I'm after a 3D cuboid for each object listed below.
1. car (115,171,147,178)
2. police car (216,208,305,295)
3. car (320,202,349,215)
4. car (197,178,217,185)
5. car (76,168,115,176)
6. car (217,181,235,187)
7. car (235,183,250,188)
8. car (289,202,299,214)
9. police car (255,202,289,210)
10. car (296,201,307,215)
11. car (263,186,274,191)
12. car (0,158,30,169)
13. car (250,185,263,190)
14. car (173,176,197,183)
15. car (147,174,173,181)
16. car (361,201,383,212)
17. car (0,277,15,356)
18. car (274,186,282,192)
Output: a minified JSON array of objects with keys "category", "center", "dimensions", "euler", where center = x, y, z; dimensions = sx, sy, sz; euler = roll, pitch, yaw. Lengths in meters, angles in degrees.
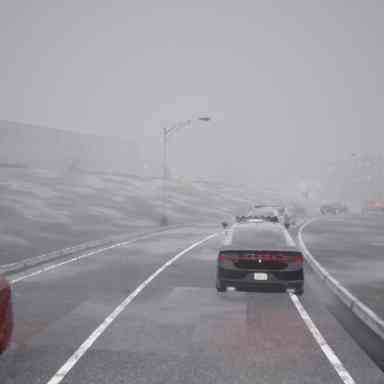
[{"category":"car","center":[-10.198,-2.495,52.154],"dimensions":[4.892,1.521,2.231],"euler":[3,-5,-41]},{"category":"police car","center":[1.749,1.458,9.037],"dimensions":[1.930,1.638,5.238],"euler":[-1,0,9]},{"category":"car","center":[17.852,2.050,41.594],"dimensions":[4.892,1.490,1.837],"euler":[1,-4,-41]},{"category":"car","center":[1.946,-1.825,63.480],"dimensions":[4.553,1.767,2.185],"euler":[4,-6,-44]},{"category":"car","center":[-14.380,-2.726,48.559],"dimensions":[4.892,1.521,2.231],"euler":[3,-5,-41]},{"category":"car","center":[5.951,-1.381,67.553],"dimensions":[2.163,1.488,4.792],"euler":[-4,-6,44]},{"category":"car","center":[9.735,-1.086,71.561],"dimensions":[2.002,1.452,4.674],"euler":[-4,-6,43]},{"category":"car","center":[6.136,1.693,23.519],"dimensions":[1.837,1.490,4.892],"euler":[-2,-1,24]},{"category":"police car","center":[4.061,1.544,18.299],"dimensions":[1.930,1.638,5.238],"euler":[-1,-1,19]},{"category":"car","center":[12.224,2.000,40.785],"dimensions":[2.097,1.767,4.553],"euler":[-4,-3,42]},{"category":"car","center":[17.046,-0.641,79.846],"dimensions":[2.185,1.767,4.553],"euler":[-4,-6,41]},{"category":"car","center":[-22.680,-3.284,41.451],"dimensions":[4.553,1.767,2.185],"euler":[3,-5,-41]},{"category":"car","center":[13.366,-0.838,75.580],"dimensions":[2.231,1.521,4.892],"euler":[-4,-6,42]},{"category":"car","center":[-2.009,-1.972,59.624],"dimensions":[5.008,1.535,2.097],"euler":[4,-6,-43]},{"category":"car","center":[-6.064,-2.200,55.843],"dimensions":[4.674,1.452,2.002],"euler":[4,-6,-42]},{"category":"car","center":[27.244,2.117,49.756],"dimensions":[4.553,1.767,2.097],"euler":[2,-4,-39]},{"category":"car","center":[-3.321,1.492,2.262],"dimensions":[1.882,1.535,5.008],"euler":[0,0,3]},{"category":"car","center":[20.631,-0.417,84.157],"dimensions":[2.435,2.045,5.566],"euler":[-3,-6,40]}]
